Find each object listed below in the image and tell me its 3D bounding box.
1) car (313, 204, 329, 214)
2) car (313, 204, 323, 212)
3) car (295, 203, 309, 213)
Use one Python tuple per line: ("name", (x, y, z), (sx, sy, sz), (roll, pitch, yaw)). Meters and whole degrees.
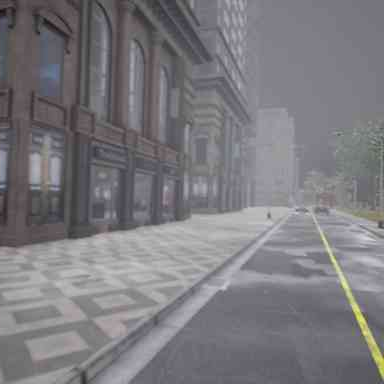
("car", (22.104, 2.785, 56.769), (2.097, 1.767, 4.553), (1, -1, 19))
("car", (26.523, 3.320, 70.049), (1.812, 1.442, 4.674), (1, -1, 19))
("car", (19.298, 2.742, 58.275), (2.097, 1.767, 4.553), (1, -1, 19))
